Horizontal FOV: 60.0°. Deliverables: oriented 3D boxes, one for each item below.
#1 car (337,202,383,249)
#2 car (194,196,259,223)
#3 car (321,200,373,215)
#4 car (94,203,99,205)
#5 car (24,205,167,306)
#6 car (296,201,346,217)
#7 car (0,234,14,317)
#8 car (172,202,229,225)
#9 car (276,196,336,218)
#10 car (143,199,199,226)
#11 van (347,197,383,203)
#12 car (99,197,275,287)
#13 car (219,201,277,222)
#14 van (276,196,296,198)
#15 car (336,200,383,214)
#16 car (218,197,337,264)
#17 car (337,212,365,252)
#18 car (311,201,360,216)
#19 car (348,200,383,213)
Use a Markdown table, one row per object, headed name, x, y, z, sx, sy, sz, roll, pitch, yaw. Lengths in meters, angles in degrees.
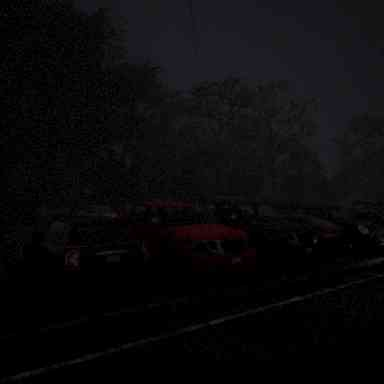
| name | x | y | z | sx | sy | sz | roll | pitch | yaw |
| --- | --- | --- | --- | --- | --- | --- | --- | --- | --- |
| car | 6.270 | 1.484 | 15.029 | 2.185 | 1.767 | 4.553 | 1 | 0 | -36 |
| car | 2.824 | 1.409 | 28.636 | 2.435 | 2.045 | 5.566 | 1 | 0 | -36 |
| car | 18.550 | 1.810 | 40.050 | 1.946 | 1.575 | 5.366 | 0 | 0 | -35 |
| car | -6.090 | 1.549 | 22.011 | 1.946 | 1.575 | 5.366 | 1 | 0 | -36 |
| car | -2.820 | 1.374 | 8.465 | 2.185 | 1.767 | 4.553 | 1 | 0 | -36 |
| car | 14.119 | 1.813 | 36.696 | 2.163 | 1.488 | 4.792 | 1 | 0 | -35 |
| car | -5.102 | 1.347 | 6.836 | 2.185 | 1.767 | 4.553 | 1 | 0 | -36 |
| car | 0.597 | 1.662 | 26.975 | 2.163 | 1.488 | 4.792 | 1 | 0 | -36 |
| car | 11.895 | 1.512 | 35.039 | 2.435 | 2.045 | 5.566 | 1 | 0 | -36 |
| car | -1.697 | 1.480 | 25.411 | 2.185 | 1.767 | 4.553 | 1 | 0 | -36 |
| van | 10.785 | 1.438 | 18.356 | 1.878 | 1.987 | 4.442 | 1 | 0 | -36 |
| car | -0.539 | 1.276 | 10.096 | 2.435 | 2.045 | 5.566 | 1 | 0 | -36 |
| car | 4.991 | 1.684 | 30.375 | 1.946 | 1.575 | 5.366 | 1 | 0 | -36 |
| van | 7.291 | 1.488 | 31.931 | 1.878 | 1.987 | 4.442 | 1 | 0 | -36 |
| car | 20.921 | 1.823 | 41.508 | 2.097 | 1.535 | 5.008 | 0 | 0 | -36 |
| car | 1.742 | 1.303 | 11.724 | 2.435 | 2.045 | 5.566 | 1 | 0 | -36 |
| car | 4.007 | 1.622 | 13.372 | 2.002 | 1.452 | 4.674 | 1 | 0 | -36 |
| car | 16.418 | 1.832 | 38.265 | 2.163 | 1.488 | 4.792 | 1 | 0 | -36 |
| car | 23.183 | 1.832 | 43.121 | 2.231 | 1.521 | 4.892 | 0 | 0 | -36 |
